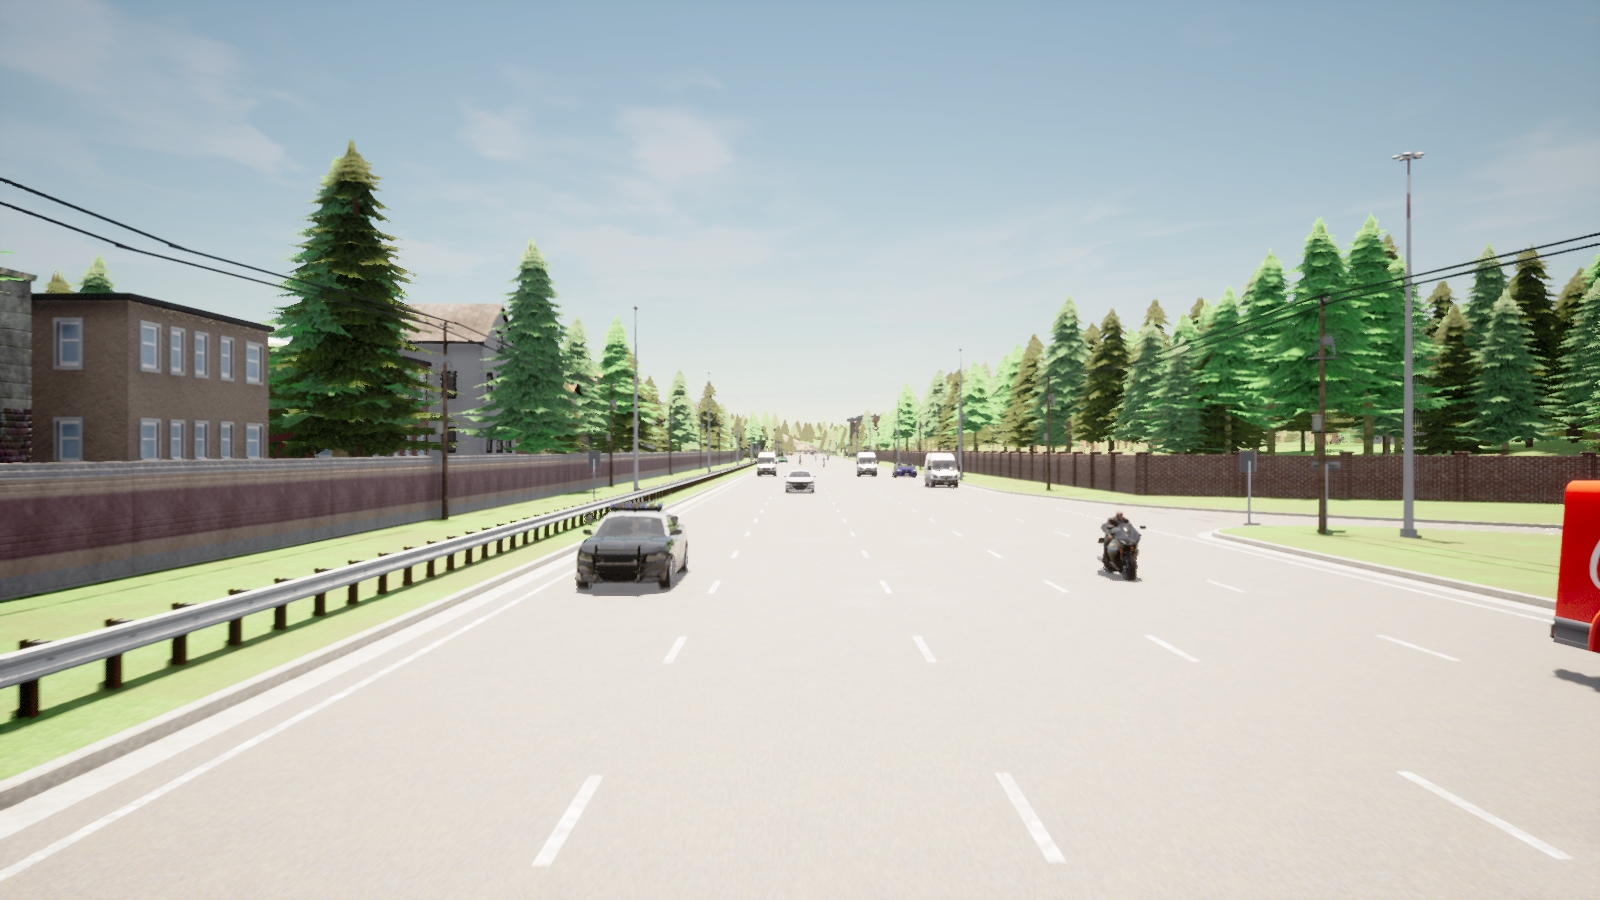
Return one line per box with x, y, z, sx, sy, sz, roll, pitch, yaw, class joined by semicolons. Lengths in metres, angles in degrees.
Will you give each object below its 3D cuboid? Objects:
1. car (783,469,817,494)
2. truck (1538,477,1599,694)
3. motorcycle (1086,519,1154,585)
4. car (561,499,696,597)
0.002;2.034;74.817;2.097;1.535;5.006;0;0;0;car
10.500;1.568;11.614;2.627;2.467;5.204;0;0;0;truck
7.001;2.205;25.100;0.867;1.251;2.209;0;0;0;motorcycle
-3.498;1.982;24.359;2.097;1.638;5.238;0;0;0;car
